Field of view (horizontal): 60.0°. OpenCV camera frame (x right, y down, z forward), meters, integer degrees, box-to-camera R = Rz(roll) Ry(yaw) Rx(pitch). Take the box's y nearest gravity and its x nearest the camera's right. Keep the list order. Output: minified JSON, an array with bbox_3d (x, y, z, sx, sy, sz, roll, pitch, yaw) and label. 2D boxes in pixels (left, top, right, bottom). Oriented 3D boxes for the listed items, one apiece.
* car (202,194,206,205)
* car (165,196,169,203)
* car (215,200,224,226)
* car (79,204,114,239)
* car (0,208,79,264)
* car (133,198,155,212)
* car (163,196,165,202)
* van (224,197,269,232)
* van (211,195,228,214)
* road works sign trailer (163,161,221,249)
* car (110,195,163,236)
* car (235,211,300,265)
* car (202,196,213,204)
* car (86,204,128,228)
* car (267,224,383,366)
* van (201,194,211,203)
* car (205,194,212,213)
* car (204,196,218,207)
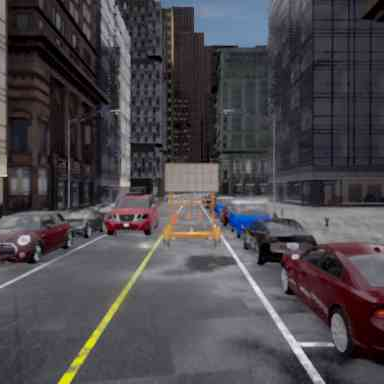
[{"bbox_3d":[2.840,1.268,45.395,2.192,1.841,5.009,0,0,0],"label":"car"},{"bbox_3d":[-5.689,1.473,67.989,1.947,1.339,4.313,0,0,0],"label":"car"},{"bbox_3d":[2.846,1.523,22.801,1.887,1.381,4.507,0,0,0],"label":"car"},{"bbox_3d":[-5.678,1.534,17.147,2.008,1.369,4.403,0,0,0],"label":"car"},{"bbox_3d":[-5.677,1.429,11.498,1.967,1.590,4.097,0,0,0],"label":"car"},{"bbox_3d":[-5.683,1.506,39.743,1.887,1.381,4.507,0,0,0],"label":"car"},{"bbox_3d":[-5.685,1.526,51.041,1.802,1.307,4.206,0,0,0],"label":"car"},{"bbox_3d":[2.846,1.324,17.152,1.690,1.788,3.998,0,0,0],"label":"van"},{"bbox_3d":[2.843,1.314,28.449,1.690,1.788,3.998,0,0,0],"label":"van"},{"bbox_3d":[-0.002,0.450,14.393,2.380,3.560,2.880,0,0,0],"label":"road works sign trailer"},{"bbox_3d":[-3.106,1.204,18.468,2.150,2.045,5.566,0,0,0],"label":"car"},{"bbox_3d":[2.849,1.554,11.504,1.947,1.339,4.313,0,0,0],"label":"car"},{"bbox_3d":[2.838,1.503,62.343,1.802,1.307,4.206,0,0,0],"label":"car"},{"bbox_3d":[-5.679,1.560,22.796,1.802,1.307,4.206,0,0,0],"label":"car"},{"bbox_3d":[2.850,1.539,5.855,1.887,1.381,4.507,0,0,0],"label":"car"},{"bbox_3d":[2.836,1.248,67.991,1.690,1.788,3.998,0,0,0],"label":"van"},{"bbox_3d":[2.842,1.282,34.098,2.192,1.841,5.009,0,0,0],"label":"car"},{"bbox_3d":[2.839,1.383,51.044,1.967,1.590,4.097,0,0,0],"label":"car"}]
